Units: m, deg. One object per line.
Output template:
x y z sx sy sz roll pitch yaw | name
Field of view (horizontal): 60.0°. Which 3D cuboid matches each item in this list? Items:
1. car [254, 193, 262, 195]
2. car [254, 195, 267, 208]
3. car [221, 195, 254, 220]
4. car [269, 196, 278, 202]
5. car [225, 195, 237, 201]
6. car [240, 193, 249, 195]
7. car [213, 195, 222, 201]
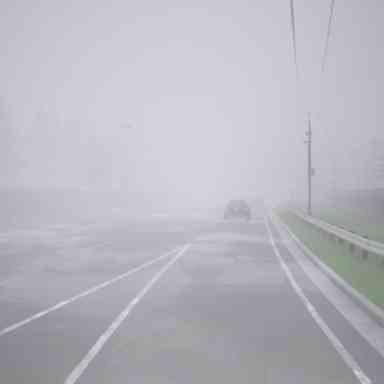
16.834 1.334 83.924 2.150 2.045 5.566 0 0 18 | car
9.580 1.615 49.694 2.033 1.411 5.357 0 0 18 | car
4.025 1.385 28.872 2.097 1.767 4.553 0 0 11 | car
20.411 1.677 83.613 1.994 1.385 4.181 0 0 18 | car
10.163 1.608 86.046 2.128 1.511 4.902 0 0 18 | car
13.504 1.321 85.000 2.150 2.045 5.566 0 0 18 | car
6.832 1.548 87.121 1.882 1.535 5.008 0 0 18 | car
